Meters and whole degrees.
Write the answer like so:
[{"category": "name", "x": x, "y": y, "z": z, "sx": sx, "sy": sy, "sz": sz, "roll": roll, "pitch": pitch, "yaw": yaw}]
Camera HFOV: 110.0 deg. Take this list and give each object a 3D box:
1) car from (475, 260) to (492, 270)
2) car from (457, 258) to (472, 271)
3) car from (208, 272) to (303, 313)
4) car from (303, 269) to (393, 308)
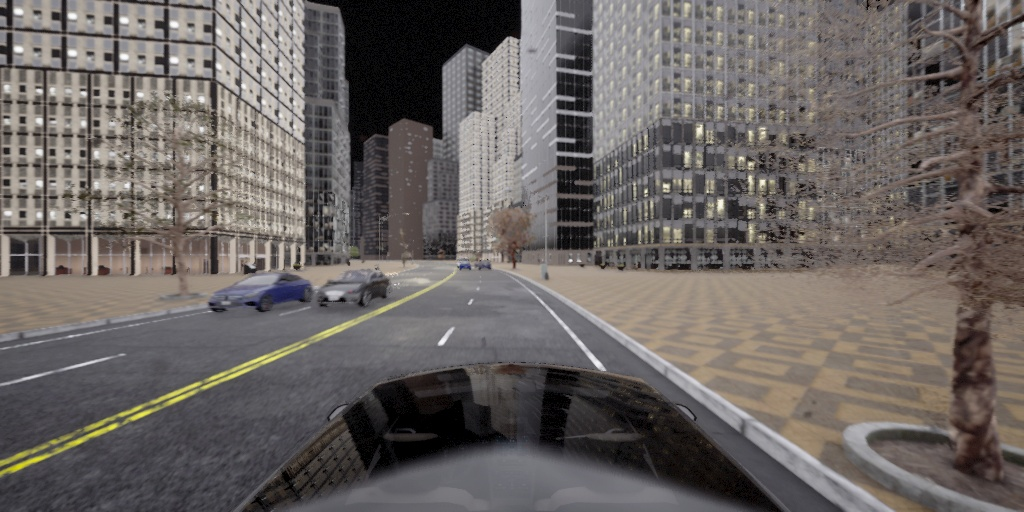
[{"category": "car", "x": -4.682, "y": 1.484, "z": 61.206, "sx": 2.097, "sy": 1.767, "sz": 4.553, "roll": 0, "pitch": 0, "yaw": -9}, {"category": "car", "x": -7.789, "y": 1.614, "z": 60.026, "sx": 1.882, "sy": 1.535, "sz": 5.008, "roll": 0, "pitch": 0, "yaw": -9}, {"category": "car", "x": -10.067, "y": 1.401, "z": 14.865, "sx": 1.812, "sy": 1.442, "sz": 4.674, "roll": 0, "pitch": 0, "yaw": -2}, {"category": "car", "x": -6.852, "y": 1.367, "z": 16.090, "sx": 2.128, "sy": 1.511, "sz": 4.902, "roll": 0, "pitch": -1, "yaw": -2}]
